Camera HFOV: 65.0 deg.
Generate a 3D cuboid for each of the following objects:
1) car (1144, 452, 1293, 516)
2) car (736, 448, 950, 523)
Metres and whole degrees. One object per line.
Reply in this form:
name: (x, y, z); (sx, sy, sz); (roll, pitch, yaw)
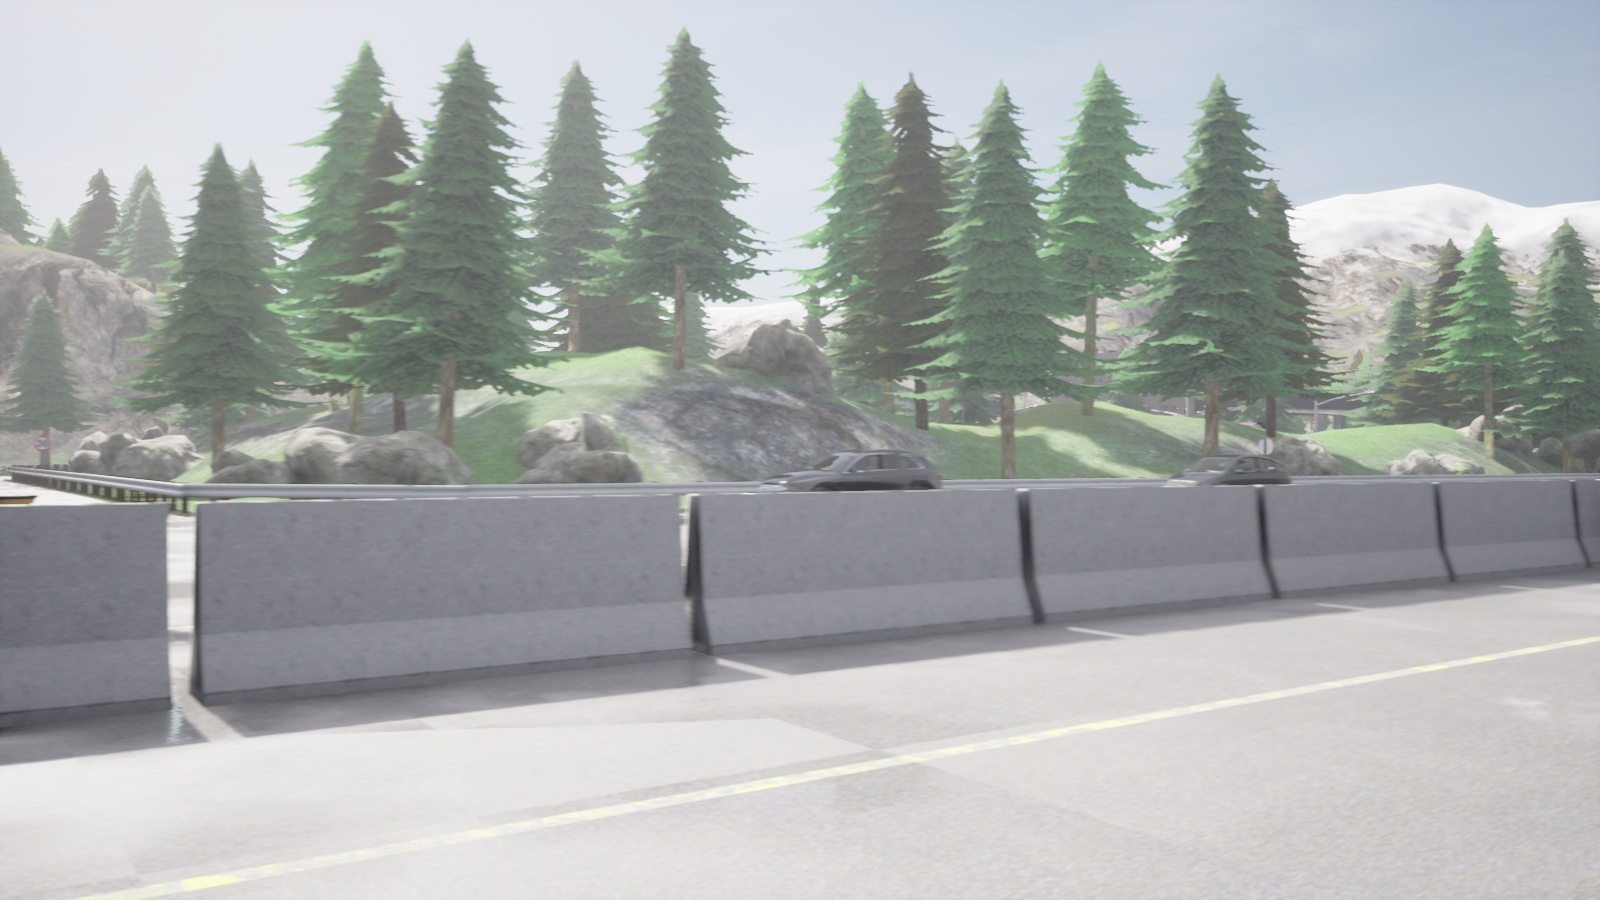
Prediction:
car: (10.847, 0.853, 32.488); (3.705, 1.549, 1.789); (1, -1, -35)
car: (1.083, 0.792, 29.988); (4.856, 1.649, 2.033); (0, 0, -35)
